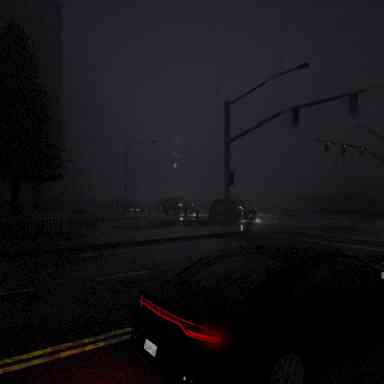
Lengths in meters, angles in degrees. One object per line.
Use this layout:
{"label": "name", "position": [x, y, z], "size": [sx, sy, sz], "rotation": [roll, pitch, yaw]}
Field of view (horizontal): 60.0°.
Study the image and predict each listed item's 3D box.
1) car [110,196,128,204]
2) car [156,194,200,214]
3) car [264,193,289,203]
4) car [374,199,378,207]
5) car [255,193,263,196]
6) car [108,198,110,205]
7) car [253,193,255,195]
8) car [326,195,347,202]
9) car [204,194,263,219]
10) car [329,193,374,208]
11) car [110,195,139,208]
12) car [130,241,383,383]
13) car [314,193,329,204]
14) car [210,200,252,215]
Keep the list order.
{"label": "car", "position": [-14.788, 1.505, 66.877], "size": [1.837, 1.490, 4.892], "rotation": [0, 0, -35]}
{"label": "car", "position": [-1.612, 1.352, 36.147], "size": [2.097, 1.767, 4.553], "rotation": [0, 0, -36]}
{"label": "car", "position": [16.283, 1.395, 63.207], "size": [1.970, 1.475, 3.806], "rotation": [0, 0, -35]}
{"label": "car", "position": [24.205, 1.156, 47.406], "size": [1.905, 1.878, 3.866], "rotation": [0, 0, -35]}
{"label": "car", "position": [14.586, 1.364, 80.534], "size": [1.784, 1.438, 3.905], "rotation": [0, 0, -35]}
{"label": "car", "position": [-12.989, 1.351, 58.149], "size": [2.097, 1.767, 4.553], "rotation": [0, 0, -35]}
{"label": "car", "position": [12.227, 1.395, 78.856], "size": [1.970, 1.475, 3.806], "rotation": [0, 0, -35]}
{"label": "car", "position": [32.395, 1.364, 74.704], "size": [1.784, 1.438, 3.905], "rotation": [0, 0, -35]}
{"label": "car", "position": [3.522, 1.352, 28.986], "size": [2.097, 1.767, 4.553], "rotation": [0, 0, -36]}
{"label": "car", "position": [21.815, 1.153, 45.773], "size": [1.932, 1.855, 4.605], "rotation": [0, 0, -35]}
{"label": "car", "position": [-9.143, 1.487, 46.668], "size": [2.128, 1.511, 4.902], "rotation": [0, 1, -36]}
{"label": "car", "position": [1.587, 1.478, 4.927], "size": [5.008, 1.535, 1.882], "rotation": [0, 0, -35]}
{"label": "car", "position": [29.998, 1.153, 73.077], "size": [1.932, 1.855, 4.605], "rotation": [0, 0, -35]}
{"label": "car", "position": [3.990, 1.564, 34.338], "size": [1.994, 1.385, 4.181], "rotation": [0, 0, -36]}
